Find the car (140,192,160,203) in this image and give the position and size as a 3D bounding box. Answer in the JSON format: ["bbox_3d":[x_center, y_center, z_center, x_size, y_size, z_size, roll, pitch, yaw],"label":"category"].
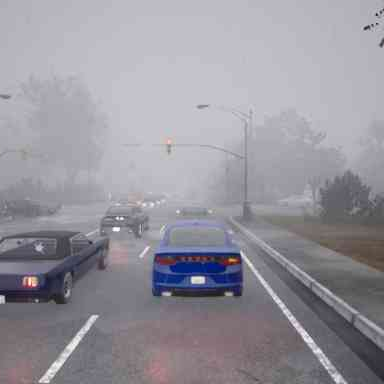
[{"bbox_3d":[-7.016,1.125,55.487,1.994,1.385,4.181,0,1,0],"label":"car"}]

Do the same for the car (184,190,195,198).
[{"bbox_3d":[-0.355,0.416,85.440,2.150,2.045,5.566,0,1,-4],"label":"car"}]

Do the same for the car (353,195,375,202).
[{"bbox_3d":[22.471,1.173,43.309,4.892,1.490,1.837,0,1,-3],"label":"car"}]

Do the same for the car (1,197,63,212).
[{"bbox_3d":[-16.405,1.295,34.289,5.357,1.411,2.033,0,1,-8],"label":"car"}]

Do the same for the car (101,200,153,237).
[{"bbox_3d":[-3.376,1.401,17.272,1.837,1.490,4.892,0,0,0],"label":"car"}]

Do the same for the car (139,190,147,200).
[{"bbox_3d":[-10.474,0.706,63.460,2.150,2.045,5.566,0,1,0],"label":"car"}]

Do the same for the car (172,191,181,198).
[{"bbox_3d":[-3.851,0.734,85.305,2.033,1.411,5.357,0,1,-4],"label":"car"}]

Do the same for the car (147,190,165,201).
[{"bbox_3d":[-6.976,0.953,64.295,1.882,1.535,5.008,0,1,0],"label":"car"}]

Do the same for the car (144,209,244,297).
[{"bbox_3d":[0.112,1.445,8.567,1.882,1.535,5.008,0,0,0],"label":"car"}]

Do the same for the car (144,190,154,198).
[{"bbox_3d":[-10.806,0.441,84.255,2.150,2.045,5.566,0,1,-3],"label":"car"}]

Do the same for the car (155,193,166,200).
[{"bbox_3d":[-6.997,0.954,74.320,1.895,1.301,4.718,0,1,-1],"label":"car"}]

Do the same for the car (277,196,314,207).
[{"bbox_3d":[13.283,1.198,42.801,4.674,1.442,1.812,0,1,-3],"label":"car"}]

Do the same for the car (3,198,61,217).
[{"bbox_3d":[-13.651,1.307,28.287,4.892,1.490,1.837,0,-1,24],"label":"car"}]

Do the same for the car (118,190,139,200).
[{"bbox_3d":[-10.545,0.928,53.876,2.097,1.767,4.553,0,1,1],"label":"car"}]

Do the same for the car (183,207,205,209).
[{"bbox_3d":[0.123,1.458,17.549,1.994,1.385,4.181,0,0,0],"label":"car"}]

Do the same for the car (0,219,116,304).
[{"bbox_3d":[-3.388,1.573,8.020,1.895,1.301,4.718,0,0,0],"label":"car"}]
